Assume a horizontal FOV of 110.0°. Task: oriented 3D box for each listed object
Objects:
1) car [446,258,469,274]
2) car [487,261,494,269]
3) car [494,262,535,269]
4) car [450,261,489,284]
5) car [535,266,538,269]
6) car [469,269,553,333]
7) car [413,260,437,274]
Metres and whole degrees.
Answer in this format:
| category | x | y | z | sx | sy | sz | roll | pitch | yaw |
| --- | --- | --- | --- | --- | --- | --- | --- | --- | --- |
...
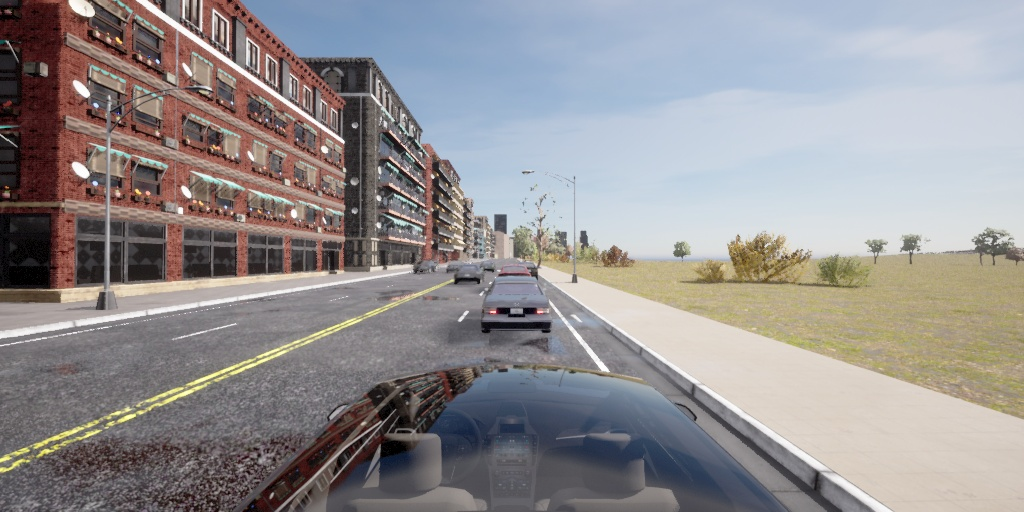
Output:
| category | x | y | z | sx | sy | sz | roll | pitch | yaw |
| --- | --- | --- | --- | --- | --- | --- | --- | --- | --- |
| car | -6.531 | 1.279 | 42.275 | 1.812 | 1.442 | 4.674 | 0 | 0 | 0 |
| car | -3.092 | 1.317 | 45.461 | 1.994 | 1.385 | 4.181 | 0 | 0 | 0 |
| car | 0.129 | 1.231 | 21.216 | 1.882 | 1.535 | 5.008 | 0 | 0 | 0 |
| car | -3.118 | 1.316 | 27.038 | 1.994 | 1.385 | 4.181 | 0 | 0 | 0 |
| car | 1.176 | 1.232 | 30.654 | 1.882 | 1.535 | 5.008 | 0 | 0 | 0 |
| car | 0.111 | 1.299 | 10.676 | 2.033 | 1.411 | 5.357 | 0 | 0 | 0 |
| car | -9.798 | 1.258 | 40.570 | 1.837 | 1.490 | 4.892 | 0 | 0 | 0 |
